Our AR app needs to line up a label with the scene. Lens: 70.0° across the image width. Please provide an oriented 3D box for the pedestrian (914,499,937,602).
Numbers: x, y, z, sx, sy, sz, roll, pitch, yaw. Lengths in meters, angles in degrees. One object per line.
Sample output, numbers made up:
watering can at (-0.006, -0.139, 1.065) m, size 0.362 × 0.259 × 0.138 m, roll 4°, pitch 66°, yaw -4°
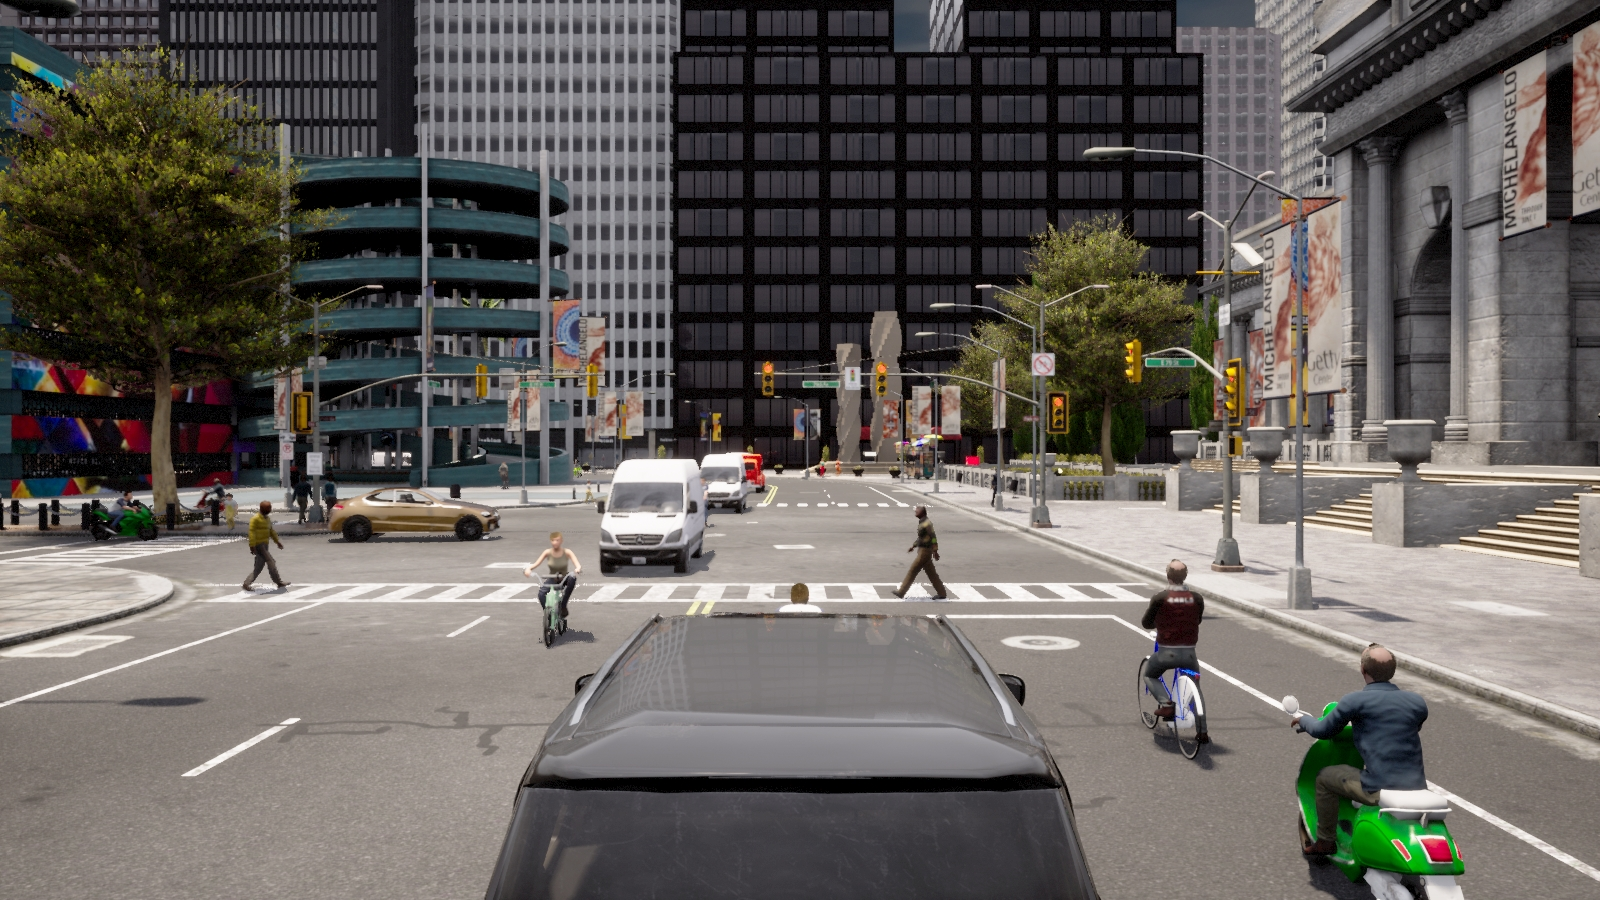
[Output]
pedestrian at (2.307, 1.841, 21.048) m, size 0.375 × 1.860 × 0.375 m, roll 0°, pitch 0°, yaw -1°

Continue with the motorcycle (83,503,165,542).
motorcycle at (-20.598, 2.198, 34.832) m, size 2.033 × 1.145 × 0.803 m, roll 0°, pitch 0°, yaw -1°

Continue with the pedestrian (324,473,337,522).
pedestrian at (-18.011, 1.831, 43.832) m, size 0.375 × 1.860 × 0.375 m, roll 0°, pitch 0°, yaw -7°

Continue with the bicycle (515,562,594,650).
bicycle at (-3.571, 2.249, 16.718) m, size 0.859 × 1.080 × 1.487 m, roll 0°, pitch 0°, yaw -1°

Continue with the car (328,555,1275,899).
car at (0.021, 1.777, 5.375) m, size 2.150 × 2.045 × 5.566 m, roll 0°, pitch 0°, yaw 0°

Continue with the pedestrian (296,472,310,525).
pedestrian at (-17.676, 1.728, 40.650) m, size 0.375 × 1.860 × 0.375 m, roll 0°, pitch 0°, yaw -8°

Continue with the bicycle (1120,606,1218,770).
bicycle at (3.482, 2.205, 10.903) m, size 0.329 × 1.171 × 1.835 m, roll 0°, pitch 0°, yaw 0°

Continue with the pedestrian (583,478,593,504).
pedestrian at (-10.884, 2.105, 58.780) m, size 0.375 × 1.300 × 0.375 m, roll 0°, pitch 0°, yaw 19°

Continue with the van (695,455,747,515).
van at (-3.520, 1.514, 51.924) m, size 1.988 × 2.561 × 5.915 m, roll 0°, pitch 0°, yaw 0°

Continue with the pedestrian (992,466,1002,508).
pedestrian at (8.906, 1.676, 51.660) m, size 0.375 × 1.860 × 0.375 m, roll 0°, pitch 0°, yaw -12°

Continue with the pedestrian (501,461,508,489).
pedestrian at (-19.554, 1.667, 75.552) m, size 0.375 × 1.860 × 0.375 m, roll 0°, pitch 0°, yaw 6°

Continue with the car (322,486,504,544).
car at (-11.902, 1.977, 35.447) m, size 5.027 × 1.651 × 2.152 m, roll 0°, pitch 0°, yaw -7°

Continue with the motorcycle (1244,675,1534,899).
motorcycle at (3.509, 2.179, 7.029) m, size 0.856 × 1.236 × 1.805 m, roll 0°, pitch 0°, yaw 0°

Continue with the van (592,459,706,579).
van at (-3.515, 1.523, 27.778) m, size 1.988 × 2.561 × 5.915 m, roll 0°, pitch 0°, yaw 0°

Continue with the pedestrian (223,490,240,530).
pedestrian at (-18.616, 1.969, 37.419) m, size 0.375 × 1.300 × 0.375 m, roll 0°, pitch 0°, yaw -2°

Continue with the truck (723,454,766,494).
truck at (-3.577, 1.538, 74.779) m, size 2.627 × 2.467 × 5.204 m, roll 0°, pitch 0°, yaw -1°

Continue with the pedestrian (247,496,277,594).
pedestrian at (-10.455, 1.840, 22.212) m, size 0.375 × 1.860 × 0.375 m, roll 0°, pitch 0°, yaw 6°
